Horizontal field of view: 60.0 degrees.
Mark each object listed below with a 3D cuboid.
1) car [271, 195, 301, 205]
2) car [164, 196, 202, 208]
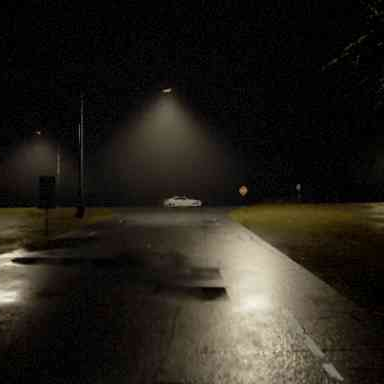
[{"bbox_3d":[13.643,1.206,48.569,4.181,1.385,1.994,-1,-3,-1],"label":"car"},{"bbox_3d":[-1.157,1.286,41.316,4.674,1.442,1.812,0,-2,0],"label":"car"}]
